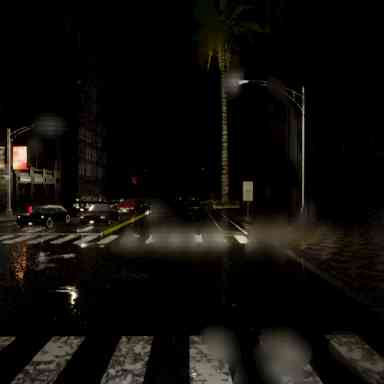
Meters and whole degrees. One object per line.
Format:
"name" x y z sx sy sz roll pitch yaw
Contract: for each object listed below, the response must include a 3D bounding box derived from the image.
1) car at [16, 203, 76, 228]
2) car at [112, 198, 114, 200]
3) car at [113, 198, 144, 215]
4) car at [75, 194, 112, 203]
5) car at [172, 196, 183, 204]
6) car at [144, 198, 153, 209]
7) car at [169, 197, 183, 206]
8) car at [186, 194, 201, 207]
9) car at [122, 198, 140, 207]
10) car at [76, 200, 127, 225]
"car" -9.771 1.605 22.376 1.895 1.301 4.718 0 0 1
"car" -9.668 1.510 42.154 2.128 1.511 4.902 0 0 1
"car" -6.453 1.536 34.136 1.812 1.442 4.674 0 0 0
"car" -9.715 1.231 32.133 2.150 2.045 5.566 0 0 0
"car" -2.886 1.632 67.682 1.994 1.385 4.181 0 0 0
"car" -6.405 1.526 44.566 1.837 1.490 4.892 0 0 0
"car" -2.926 1.609 57.694 1.994 1.385 4.181 0 0 1
"car" 0.217 1.258 53.431 2.150 2.045 5.566 0 0 0
"car" -9.590 1.635 52.283 1.895 1.301 4.718 0 0 1
"car" -6.500 1.553 24.179 2.033 1.411 5.357 0 0 0
